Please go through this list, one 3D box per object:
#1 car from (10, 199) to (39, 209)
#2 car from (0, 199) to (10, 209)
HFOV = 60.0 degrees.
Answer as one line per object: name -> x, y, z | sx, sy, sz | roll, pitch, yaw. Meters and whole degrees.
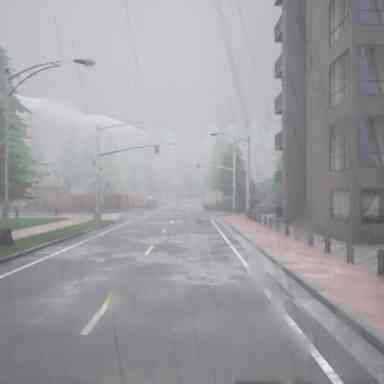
car -> -25.030, 1.641, 50.466 | 1.932, 1.855, 4.605 | 0, -1, -1
car -> -27.534, 1.638, 50.019 | 1.905, 1.878, 3.866 | 0, -1, -1
